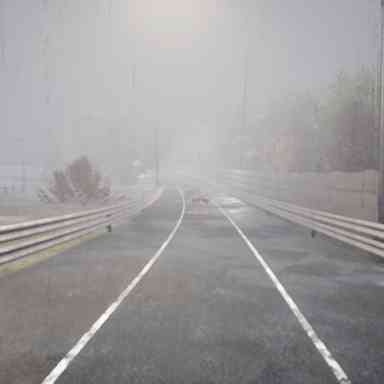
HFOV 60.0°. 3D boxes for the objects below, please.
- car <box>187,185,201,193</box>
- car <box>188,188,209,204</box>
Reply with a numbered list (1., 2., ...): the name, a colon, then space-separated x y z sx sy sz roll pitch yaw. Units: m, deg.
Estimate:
1. car: 0.330 -0.317 49.027 2.128 1.511 4.902 0 5 -4
2. car: 0.850 0.598 37.836 1.895 1.301 4.718 0 4 -2
